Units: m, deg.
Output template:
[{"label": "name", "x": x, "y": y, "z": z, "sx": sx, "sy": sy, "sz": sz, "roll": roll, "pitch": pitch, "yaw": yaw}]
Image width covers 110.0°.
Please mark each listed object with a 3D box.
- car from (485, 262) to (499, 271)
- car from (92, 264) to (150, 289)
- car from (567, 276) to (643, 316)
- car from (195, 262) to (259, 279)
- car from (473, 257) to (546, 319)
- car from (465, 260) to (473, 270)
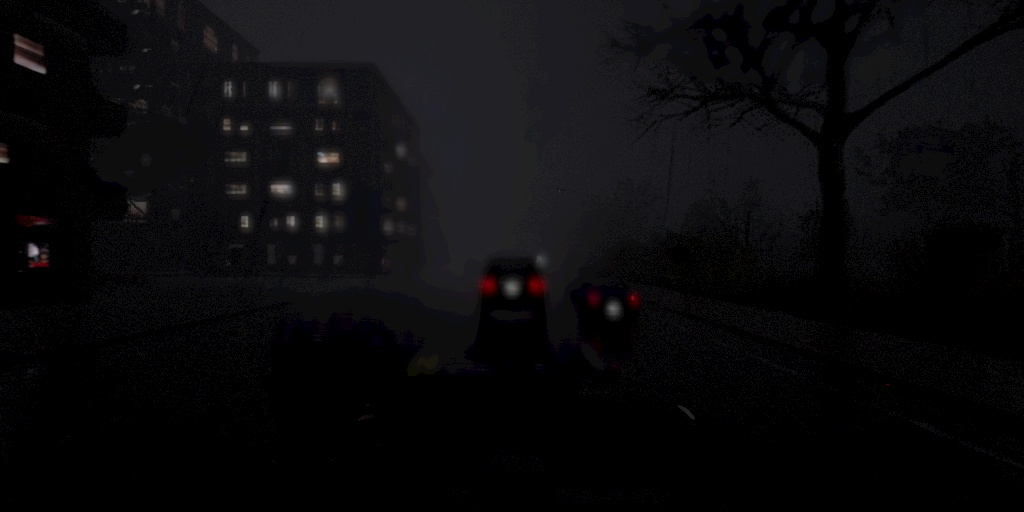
[{"label": "car", "x": -3.307, "y": 1.661, "z": 59.682, "sx": 1.994, "sy": 1.385, "sz": 4.181, "roll": 0, "pitch": 0, "yaw": 0}, {"label": "car", "x": -23.310, "y": 1.144, "z": 20.316, "sx": 4.507, "sy": 1.381, "sz": 1.888, "roll": 0, "pitch": 0, "yaw": -1}, {"label": "car", "x": 3.284, "y": 1.421, "z": 13.749, "sx": 1.895, "sy": 1.301, "sz": 4.718, "roll": 0, "pitch": 0, "yaw": 1}, {"label": "car", "x": -22.807, "y": 1.129, "z": 28.747, "sx": 4.403, "sy": 1.370, "sz": 2.007, "roll": 0, "pitch": 0, "yaw": -1}, {"label": "car", "x": 0.028, "y": 1.041, "z": 13.256, "sx": 2.150, "sy": 2.045, "sz": 5.566, "roll": 0, "pitch": 0, "yaw": 0}, {"label": "car", "x": -6.555, "y": 1.449, "z": 59.577, "sx": 2.097, "sy": 1.767, "sz": 4.553, "roll": 0, "pitch": 0, "yaw": 0}]
